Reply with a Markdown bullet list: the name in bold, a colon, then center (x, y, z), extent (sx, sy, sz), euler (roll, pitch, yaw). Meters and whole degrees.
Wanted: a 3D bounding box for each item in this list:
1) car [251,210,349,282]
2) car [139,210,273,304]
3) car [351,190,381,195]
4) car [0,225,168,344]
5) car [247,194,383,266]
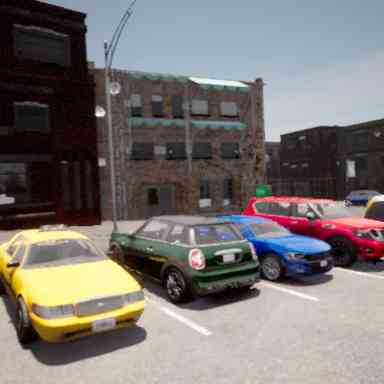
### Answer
- **car**: center (1.824, 1.509, 10.301), extent (2.097, 1.535, 5.008), euler (0, 0, -35)
- **car**: center (-0.461, 1.384, 8.631), extent (2.185, 1.767, 4.553), euler (0, 0, -35)
- **car**: center (17.534, 0.627, 32.917), extent (2.097, 1.767, 4.553), euler (-3, 0, -18)
- **car**: center (-2.768, 1.489, 6.799), extent (1.946, 1.575, 5.366), euler (1, 0, -35)
- **car**: center (4.242, 1.232, 11.980), extent (2.435, 2.045, 5.566), euler (0, 0, -35)
